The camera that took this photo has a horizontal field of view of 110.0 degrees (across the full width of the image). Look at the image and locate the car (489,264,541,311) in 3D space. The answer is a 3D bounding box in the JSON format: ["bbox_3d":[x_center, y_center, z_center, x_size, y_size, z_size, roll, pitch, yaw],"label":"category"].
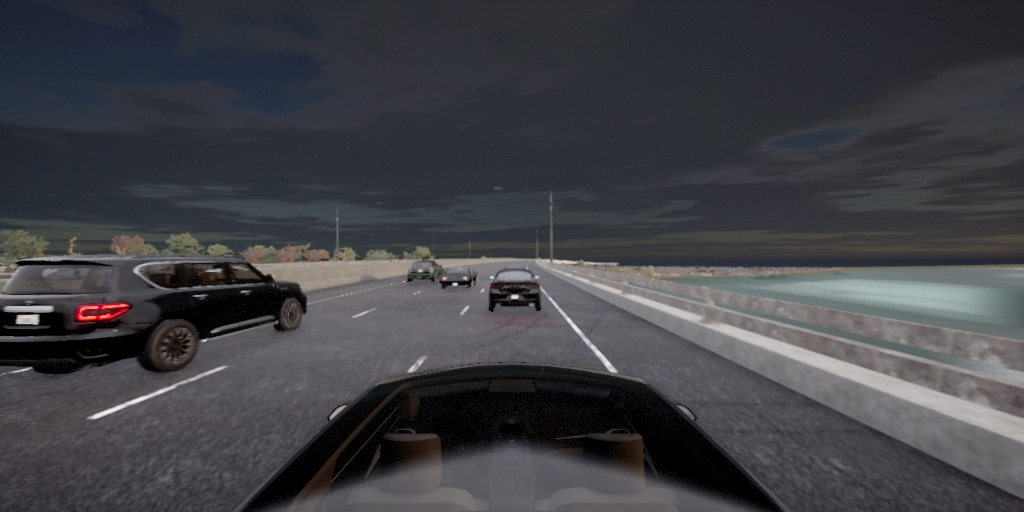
[{"bbox_3d":[0.113,1.223,14.583,1.882,1.535,5.008,0,0,0],"label":"car"}]

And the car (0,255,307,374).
[{"bbox_3d":[-6.909,1.005,7.802,2.150,2.045,5.566,0,0,0],"label":"car"}]

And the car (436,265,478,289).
[{"bbox_3d":[-3.337,1.367,23.405,1.895,1.301,4.718,0,0,1],"label":"car"}]

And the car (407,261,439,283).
[{"bbox_3d":[-6.770,1.140,28.715,2.097,1.767,4.553,0,0,1],"label":"car"}]
